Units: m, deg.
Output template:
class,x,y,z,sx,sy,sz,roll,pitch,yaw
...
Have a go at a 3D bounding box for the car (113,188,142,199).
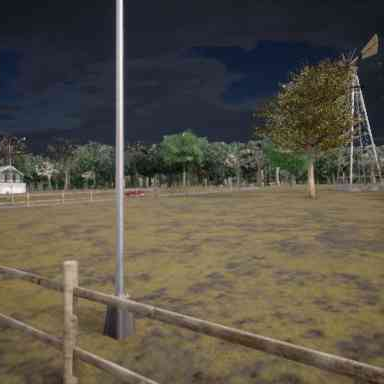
class,x,y,z,sx,sy,sz,roll,pitch,yaw
car,-9.788,0.164,50.286,1.882,1.535,5.008,-3,1,36
